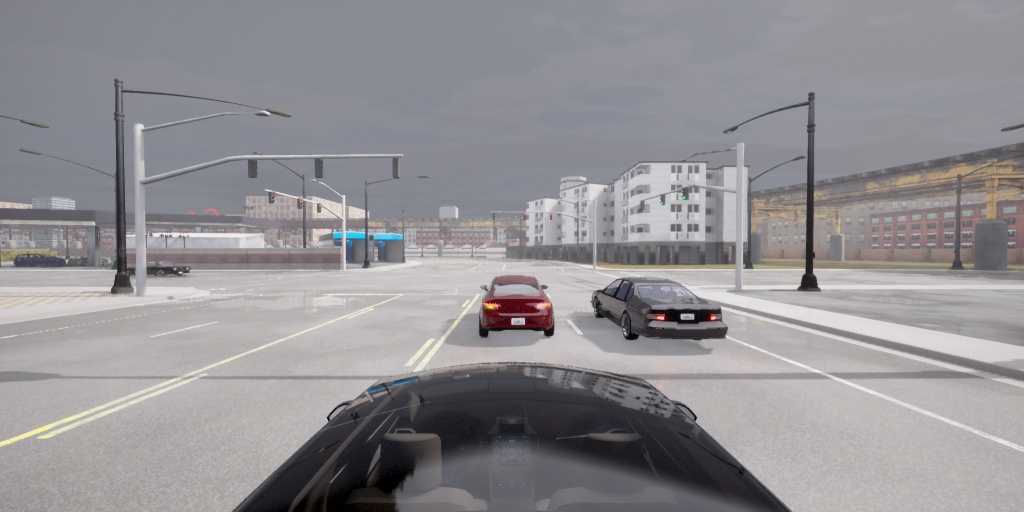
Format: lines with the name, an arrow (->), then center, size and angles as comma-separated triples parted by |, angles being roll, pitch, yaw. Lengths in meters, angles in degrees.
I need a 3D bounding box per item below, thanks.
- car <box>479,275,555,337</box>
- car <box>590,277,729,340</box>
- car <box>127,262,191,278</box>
car -> 0.077, 1.256, 10.139 | 1.812, 1.442, 4.674 | 0, 0, -1
car -> 3.588, 1.282, 9.852 | 2.033, 1.411, 5.357 | 0, 0, 0
car -> -30.377, 1.133, 30.424 | 4.718, 1.301, 1.895 | 0, 1, -1
